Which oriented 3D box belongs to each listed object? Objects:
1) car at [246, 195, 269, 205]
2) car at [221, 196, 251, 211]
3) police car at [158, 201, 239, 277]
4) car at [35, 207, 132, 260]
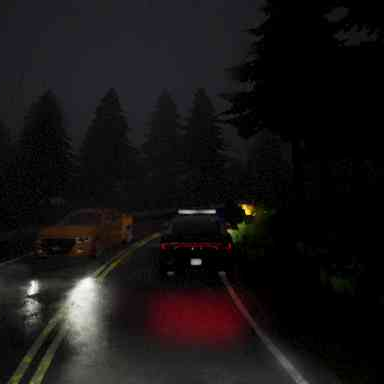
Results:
[{"bbox_3d":[4.287,0.972,23.987,1.801,1.575,5.366,-3,0,31],"label":"car"},{"bbox_3d":[1.823,1.199,18.849,1.812,1.442,4.674,-2,1,20],"label":"car"},{"bbox_3d":[0.152,1.293,9.954,1.930,1.638,5.238,0,1,1],"label":"police car"},{"bbox_3d":[-3.669,1.345,12.147,1.882,1.535,5.008,-1,0,7],"label":"car"}]
